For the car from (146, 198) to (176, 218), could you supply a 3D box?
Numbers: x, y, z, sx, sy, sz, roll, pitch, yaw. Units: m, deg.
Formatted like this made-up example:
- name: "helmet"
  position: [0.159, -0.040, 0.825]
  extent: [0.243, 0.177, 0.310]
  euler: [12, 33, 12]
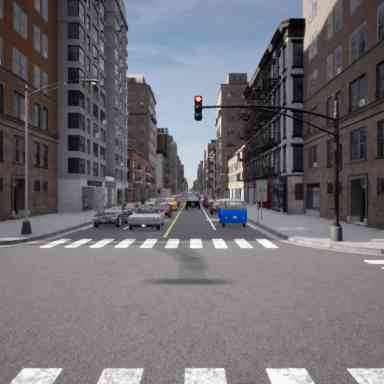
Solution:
- name: "car"
  position: [-2.822, 1.562, 30.299]
  extent: [1.994, 1.385, 4.181]
  euler: [0, 0, 0]

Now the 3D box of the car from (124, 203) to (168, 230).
- name: "car"
  position: [-2.803, 1.600, 21.155]
  extent: [1.895, 1.301, 4.718]
  euler: [0, 0, -1]

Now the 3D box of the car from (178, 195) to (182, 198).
- name: "car"
  position: [-2.770, 1.592, 50.051]
  extent: [1.895, 1.301, 4.718]
  euler: [0, 0, 0]

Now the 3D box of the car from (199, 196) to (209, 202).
- name: "car"
  position: [2.696, 1.524, 73.582]
  extent: [2.008, 1.369, 4.403]
  euler: [0, 0, 0]

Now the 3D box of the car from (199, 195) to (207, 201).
- name: "car"
  position: [2.706, 1.531, 84.945]
  extent: [1.947, 1.339, 4.313]
  euler: [0, 0, 0]

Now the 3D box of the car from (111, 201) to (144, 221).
- name: "car"
  position: [-5.365, 1.543, 28.130]
  extent: [1.887, 1.381, 4.507]
  euler: [0, 0, 0]

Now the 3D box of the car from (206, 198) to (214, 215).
- name: "car"
  position: [2.664, 1.580, 33.813]
  extent: [1.802, 1.307, 4.206]
  euler: [0, 0, 0]

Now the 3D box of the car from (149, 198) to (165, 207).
- name: "car"
  position: [-5.347, 1.556, 50.858]
  extent: [1.947, 1.339, 4.313]
  euler: [0, 0, 0]

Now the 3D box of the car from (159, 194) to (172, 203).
- name: "car"
  position: [-5.333, 1.293, 67.903]
  extent: [2.192, 1.841, 5.009]
  euler: [0, 0, 0]

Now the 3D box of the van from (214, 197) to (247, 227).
- name: "van"
  position: [2.655, 1.340, 22.450]
  extent: [1.690, 1.788, 3.998]
  euler: [0, 0, 0]

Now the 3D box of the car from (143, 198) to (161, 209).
- name: "car"
  position: [-5.352, 1.520, 45.006]
  extent: [1.752, 1.417, 4.829]
  euler: [0, 0, 0]

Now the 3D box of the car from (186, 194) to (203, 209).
- name: "car"
  position: [0.145, 1.471, 46.356]
  extent: [1.882, 1.535, 5.008]
  euler: [0, 0, 0]

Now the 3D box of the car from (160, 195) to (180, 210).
- name: "car"
  position: [-2.811, 1.474, 39.946]
  extent: [1.882, 1.535, 5.008]
  euler: [0, 0, 0]

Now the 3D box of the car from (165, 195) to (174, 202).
- name: "car"
  position: [-5.324, 1.410, 79.266]
  extent: [1.967, 1.590, 4.097]
  euler: [0, 0, 0]

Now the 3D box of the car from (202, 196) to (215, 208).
- name: "car"
  position: [2.674, 1.576, 45.176]
  extent: [1.802, 1.307, 4.206]
  euler: [0, 0, 0]

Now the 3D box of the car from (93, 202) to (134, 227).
- name: "car"
  position: [-5.370, 1.550, 22.448]
  extent: [2.008, 1.369, 4.403]
  euler: [0, 0, 0]
